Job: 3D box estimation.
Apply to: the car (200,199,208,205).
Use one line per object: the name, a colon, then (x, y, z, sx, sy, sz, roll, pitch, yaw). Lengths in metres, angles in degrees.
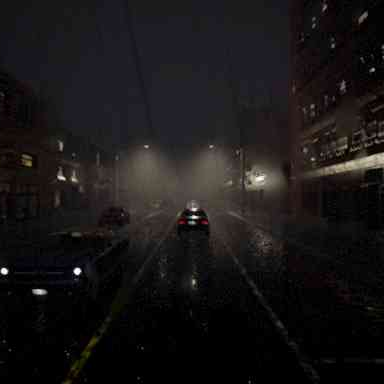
car: (2.743, 2.194, 76.010, 1.802, 1.307, 4.206, 1, 0, 0)

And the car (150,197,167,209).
car: (-5.646, 1.866, 53.209, 1.967, 1.590, 4.097, 1, 0, 0)

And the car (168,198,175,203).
car: (-5.636, 2.334, 93.014, 1.802, 1.307, 4.206, 1, 0, 0)

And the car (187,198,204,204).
car: (0.122, 1.900, 44.104, 2.033, 1.411, 5.357, 0, 0, 0)

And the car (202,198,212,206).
car: (2.735, 1.999, 59.122, 1.752, 1.417, 4.829, 1, 0, 0)

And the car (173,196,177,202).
car: (-5.629, 1.973, 81.643, 2.192, 1.841, 5.009, 1, 0, 0)

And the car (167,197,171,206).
car: (-5.643, 2.084, 64.582, 1.947, 1.339, 4.313, 1, 0, 0)

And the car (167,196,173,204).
car: (-5.638, 2.005, 70.269, 1.967, 1.590, 4.097, 1, 0, 0)

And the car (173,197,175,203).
car: (-5.637, 2.177, 75.954, 1.947, 1.339, 4.313, 1, 0, 0)

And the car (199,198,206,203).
car: (2.750, 2.250, 87.384, 1.887, 1.381, 4.507, 1, 0, 0)

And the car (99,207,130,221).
car: (-5.664, 1.780, 24.776, 1.802, 1.307, 4.206, 1, 0, 0)

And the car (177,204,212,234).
car: (0.077, 1.709, 20.205, 2.033, 1.411, 5.357, 0, 0, 0)

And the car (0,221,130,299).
car: (-2.998, 1.671, 8.750, 1.895, 1.301, 4.718, 0, 0, 0)
